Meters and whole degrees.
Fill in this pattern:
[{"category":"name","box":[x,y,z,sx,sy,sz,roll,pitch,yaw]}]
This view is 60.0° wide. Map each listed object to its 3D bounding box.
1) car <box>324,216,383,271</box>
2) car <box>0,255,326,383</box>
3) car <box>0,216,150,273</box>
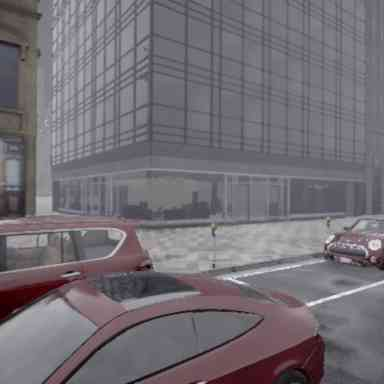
[{"category":"car","box":[6.279,1.565,11.251,4.097,1.590,1.967,1,-1,-36]},{"category":"car","box":[-0.720,1.536,2.867,4.674,1.442,1.812,1,0,-36]},{"category":"car","box":[-2.899,1.318,4.698,5.009,1.841,2.192,1,0,-36]}]
